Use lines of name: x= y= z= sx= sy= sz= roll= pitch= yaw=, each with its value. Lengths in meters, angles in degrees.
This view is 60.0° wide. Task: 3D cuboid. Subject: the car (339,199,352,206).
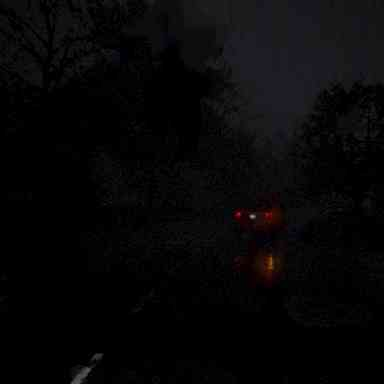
car: x=38.980 y=2.644 z=84.742 sx=2.097 sy=1.767 sz=4.553 roll=0 pitch=-3 yaw=12

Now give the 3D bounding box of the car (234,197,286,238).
car: x=3.850 y=1.271 z=18.359 sx=2.150 sy=2.045 sz=5.566 roll=0 pitch=0 yaw=21

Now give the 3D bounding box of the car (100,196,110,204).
car: x=-17.851 y=1.516 z=66.641 sx=1.882 sy=1.535 sz=5.008 roll=1 pitch=-1 yaw=-2

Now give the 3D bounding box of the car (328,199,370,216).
car: x=16.224 y=1.732 z=34.378 sx=4.181 sy=1.385 sz=1.994 roll=1 pitch=0 yaw=-42

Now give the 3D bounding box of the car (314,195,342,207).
car: x=25.127 y=1.648 z=58.675 sx=5.566 sy=2.045 sz=2.435 roll=0 pitch=-1 yaw=11

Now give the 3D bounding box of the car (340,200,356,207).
car: x=32.504 y=2.335 z=69.471 sx=1.895 sy=1.301 sz=4.718 roll=0 pitch=-1 yaw=12

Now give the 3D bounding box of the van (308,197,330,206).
van: x=28.558 y=2.118 z=74.947 sx=4.442 sy=1.987 sz=1.878 roll=0 pitch=-2 yaw=12
